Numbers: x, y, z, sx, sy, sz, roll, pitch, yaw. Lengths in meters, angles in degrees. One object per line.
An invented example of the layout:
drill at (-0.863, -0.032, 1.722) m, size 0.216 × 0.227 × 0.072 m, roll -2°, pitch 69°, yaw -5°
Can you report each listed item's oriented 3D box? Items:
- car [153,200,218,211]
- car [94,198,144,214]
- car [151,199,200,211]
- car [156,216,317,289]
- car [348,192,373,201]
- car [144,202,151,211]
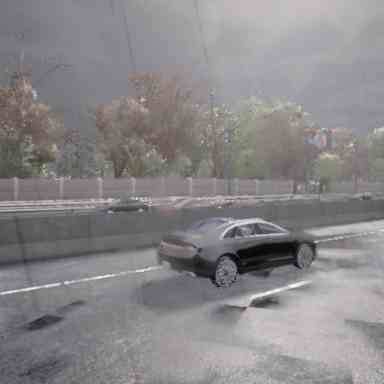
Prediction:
car at (0.179, 1.449, 21.297) m, size 4.718 × 1.301 × 1.895 m, roll -1°, pitch 0°, yaw -35°
car at (-6.252, 1.358, 29.608) m, size 4.892 × 1.490 × 1.837 m, roll -1°, pitch 0°, yaw -35°
car at (-0.254, 1.302, 25.285) m, size 5.008 × 1.535 × 1.882 m, roll -1°, pitch 0°, yaw -35°
car at (1.386, 1.415, 9.022) m, size 4.902 × 1.511 × 2.128 m, roll -1°, pitch 0°, yaw -35°
car at (26.960, 0.845, 53.173) m, size 5.008 × 1.535 × 1.882 m, roll -1°, pitch 0°, yaw -35°
car at (-1.106, 1.354, 28.975) m, size 5.357 × 1.411 × 2.033 m, roll -1°, pitch 0°, yaw -35°
